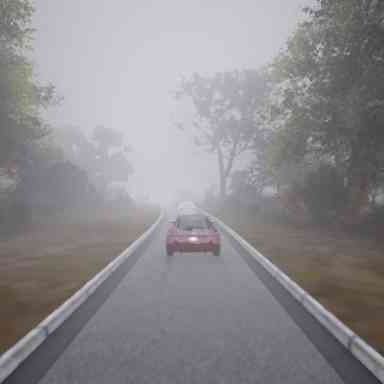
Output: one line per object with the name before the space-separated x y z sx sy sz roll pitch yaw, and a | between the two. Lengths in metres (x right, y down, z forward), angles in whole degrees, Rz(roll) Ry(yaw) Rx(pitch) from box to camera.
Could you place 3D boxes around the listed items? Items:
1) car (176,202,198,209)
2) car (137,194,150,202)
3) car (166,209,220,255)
car | -0.439 1.573 29.110 1.812 1.442 4.674 0 0 -3
car | -11.098 1.343 78.225 2.097 1.767 4.553 0 0 -14
car | 0.028 1.586 13.395 1.994 1.385 4.181 0 0 0
